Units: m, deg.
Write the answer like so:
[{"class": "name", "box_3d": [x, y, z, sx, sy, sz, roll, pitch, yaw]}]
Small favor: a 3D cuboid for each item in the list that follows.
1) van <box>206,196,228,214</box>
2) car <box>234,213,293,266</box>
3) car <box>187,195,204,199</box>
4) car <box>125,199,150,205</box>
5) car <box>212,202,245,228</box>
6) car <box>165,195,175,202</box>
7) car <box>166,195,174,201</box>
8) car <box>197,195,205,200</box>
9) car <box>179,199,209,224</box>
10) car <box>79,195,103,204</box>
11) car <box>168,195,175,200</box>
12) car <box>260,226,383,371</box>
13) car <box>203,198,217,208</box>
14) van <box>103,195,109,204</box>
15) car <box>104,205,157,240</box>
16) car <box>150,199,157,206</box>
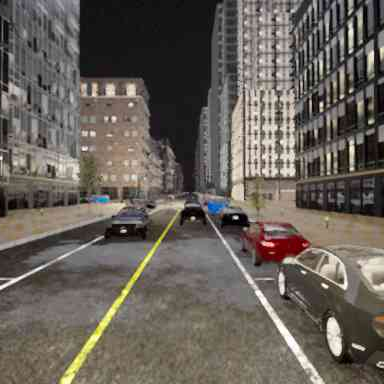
[{"class": "van", "box_3d": [2.667, 1.394, 33.551, 1.690, 1.788, 3.998, 1, 0, 0]}, {"class": "car", "box_3d": [2.687, 1.603, 11.243, 1.802, 1.307, 4.206, 1, 0, 0]}, {"class": "car", "box_3d": [0.057, 1.412, 40.840, 2.097, 1.767, 4.553, 0, 0, 0]}, {"class": "car", "box_3d": [-5.715, 1.492, 33.553, 1.967, 1.590, 4.097, 1, 0, 0]}, {"class": "car", "box_3d": [2.675, 1.604, 22.396, 1.947, 1.339, 4.313, 1, 0, 0]}, {"class": "car", "box_3d": [-5.767, 1.669, 82.717, 1.802, 1.307, 4.206, 1, 0, 0]}, {"class": "car", "box_3d": [-5.770, 1.527, 88.369, 1.967, 1.590, 4.097, 1, 0, 0]}, {"class": "car", "box_3d": [2.602, 1.637, 94.028, 2.008, 1.369, 4.403, 1, 0, 0]}, {"class": "car", "box_3d": [0.073, 1.547, 24.971, 1.837, 1.490, 4.892, 0, 0, 0]}, {"class": "car", "box_3d": [-19.910, 1.698, 63.190, 4.403, 1.369, 2.008, 0, 0, 1]}, {"class": "car", "box_3d": [-5.778, 1.668, 94.020, 1.802, 1.307, 4.206, 1, 0, 0]}, {"class": "car", "box_3d": [2.693, 1.562, 5.666, 2.008, 1.369, 4.403, 1, 0, 0]}, {"class": "car", "box_3d": [2.647, 1.613, 50.281, 1.887, 1.381, 4.507, 1, 0, 0]}, {"class": "van", "box_3d": [-19.811, 1.611, 71.572, 3.998, 1.788, 1.690, 0, 0, 1]}, {"class": "car", "box_3d": [-3.118, 1.594, 17.118, 1.994, 1.385, 4.181, 0, 0, 0]}, {"class": "car", "box_3d": [-5.728, 1.629, 44.702, 1.947, 1.339, 4.313, 1, 0, 0]}]
